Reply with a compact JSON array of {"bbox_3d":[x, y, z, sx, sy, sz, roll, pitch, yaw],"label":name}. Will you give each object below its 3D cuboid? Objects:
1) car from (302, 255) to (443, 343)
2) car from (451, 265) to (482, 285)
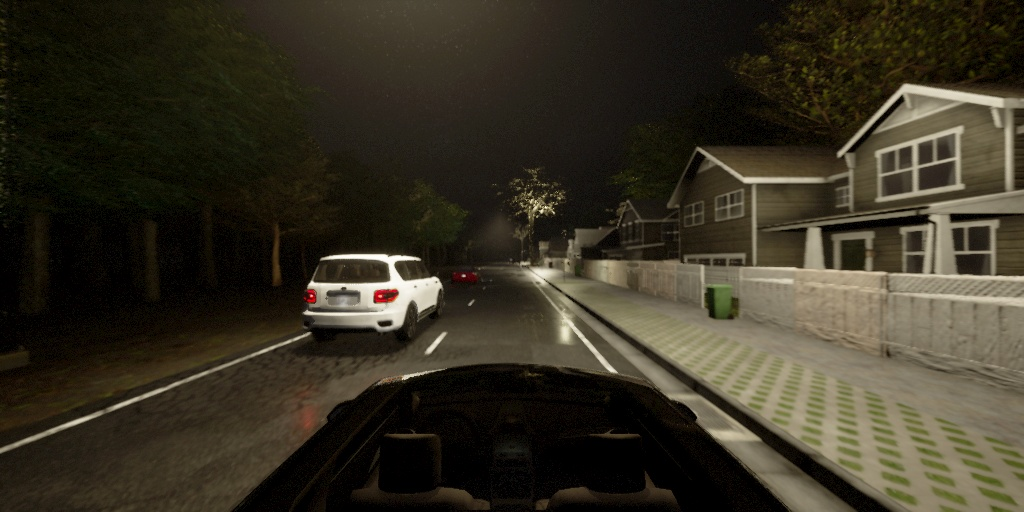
[{"bbox_3d":[-3.405,0.996,9.918,2.150,2.045,5.566,0,0,0],"label":"car"},{"bbox_3d":[-3.412,1.381,27.308,1.994,1.385,4.181,0,0,0],"label":"car"}]
